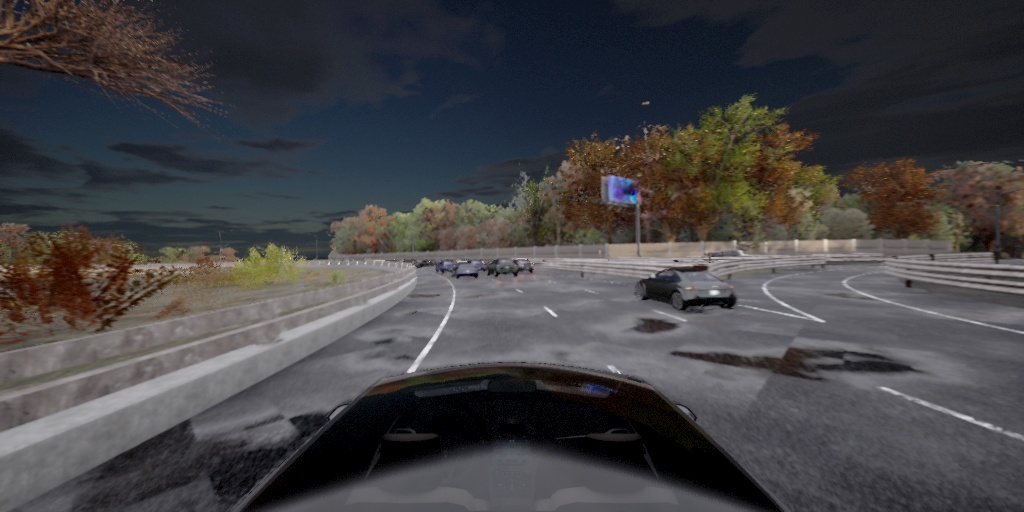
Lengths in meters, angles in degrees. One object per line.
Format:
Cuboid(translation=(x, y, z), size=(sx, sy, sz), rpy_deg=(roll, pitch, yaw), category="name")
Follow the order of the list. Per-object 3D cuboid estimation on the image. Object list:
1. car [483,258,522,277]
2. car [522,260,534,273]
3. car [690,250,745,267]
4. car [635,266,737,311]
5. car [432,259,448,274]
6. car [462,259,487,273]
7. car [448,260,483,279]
Cuboid(translation=(-1.015, 0.990, 33.640), size=(2.097, 1.767, 4.553), rpy_deg=(-1, 0, -16), category="car")
Cuboid(translation=(0.876, 1.106, 39.279), size=(1.812, 1.442, 4.674), rpy_deg=(-1, 0, -20), category="car")
Cuboid(translation=(23.110, 0.393, 40.248), size=(5.566, 2.045, 2.150), rpy_deg=(-1, 0, 8), category="car")
Cuboid(translation=(6.355, 1.153, 13.619), size=(1.994, 1.385, 4.181), rpy_deg=(-1, 0, -6), category="car")
Cuboid(translation=(-7.652, 1.251, 41.914), size=(1.812, 1.442, 4.674), rpy_deg=(-1, 0, -23), category="car")
Cuboid(translation=(-4.655, 1.188, 43.839), size=(1.812, 1.442, 4.674), rpy_deg=(-1, 0, -23), category="car")
Cuboid(translation=(-4.299, 1.267, 32.439), size=(1.994, 1.385, 4.181), rpy_deg=(-1, 0, -16), category="car")
